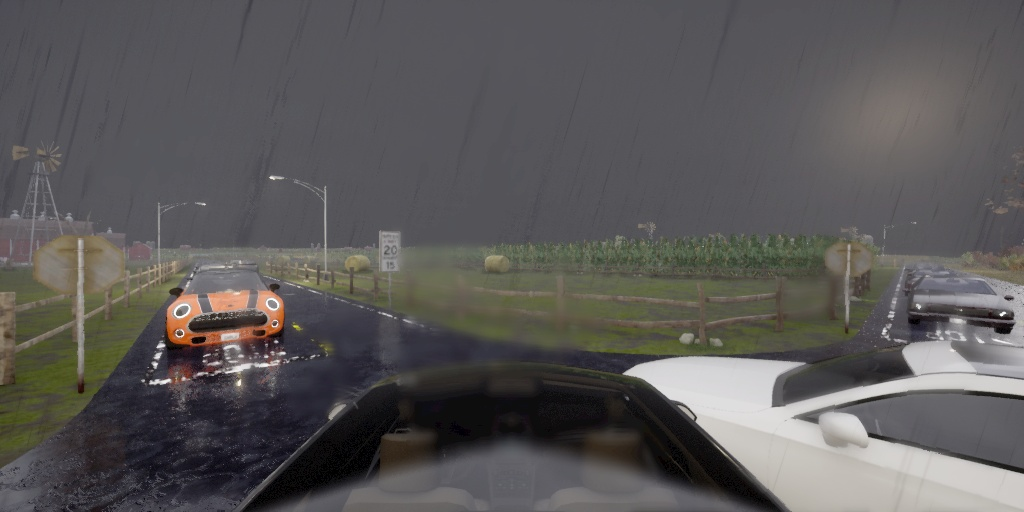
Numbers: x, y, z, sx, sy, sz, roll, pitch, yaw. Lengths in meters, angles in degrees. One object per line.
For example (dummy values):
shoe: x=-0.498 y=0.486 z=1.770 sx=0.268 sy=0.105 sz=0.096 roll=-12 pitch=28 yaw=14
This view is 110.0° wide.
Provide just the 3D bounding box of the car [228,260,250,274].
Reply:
car: x=-33.155 y=1.264 z=43.417 sx=1.837 sy=1.490 sz=4.892 roll=0 pitch=0 yaw=-41

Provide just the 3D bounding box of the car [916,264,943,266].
car: x=28.722 y=1.303 z=24.725 sx=4.902 sy=1.511 sz=2.128 roll=0 pitch=1 yaw=-42

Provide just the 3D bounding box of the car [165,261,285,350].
car: x=-7.454 y=1.136 z=9.422 sx=2.097 sy=1.767 sz=4.553 roll=0 pitch=0 yaw=-39

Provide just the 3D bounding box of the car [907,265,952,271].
car: x=21.073 y=1.360 z=17.829 sx=4.181 sy=1.385 sz=1.994 roll=0 pitch=1 yaw=-43

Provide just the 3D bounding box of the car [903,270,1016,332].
car: x=13.656 y=1.333 z=11.131 sx=5.357 sy=1.411 sz=2.033 roll=0 pitch=1 yaw=-42

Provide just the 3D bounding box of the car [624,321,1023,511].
car: x=2.863 y=1.293 z=2.197 sx=1.812 sy=1.442 sz=4.674 roll=0 pitch=1 yaw=-43
